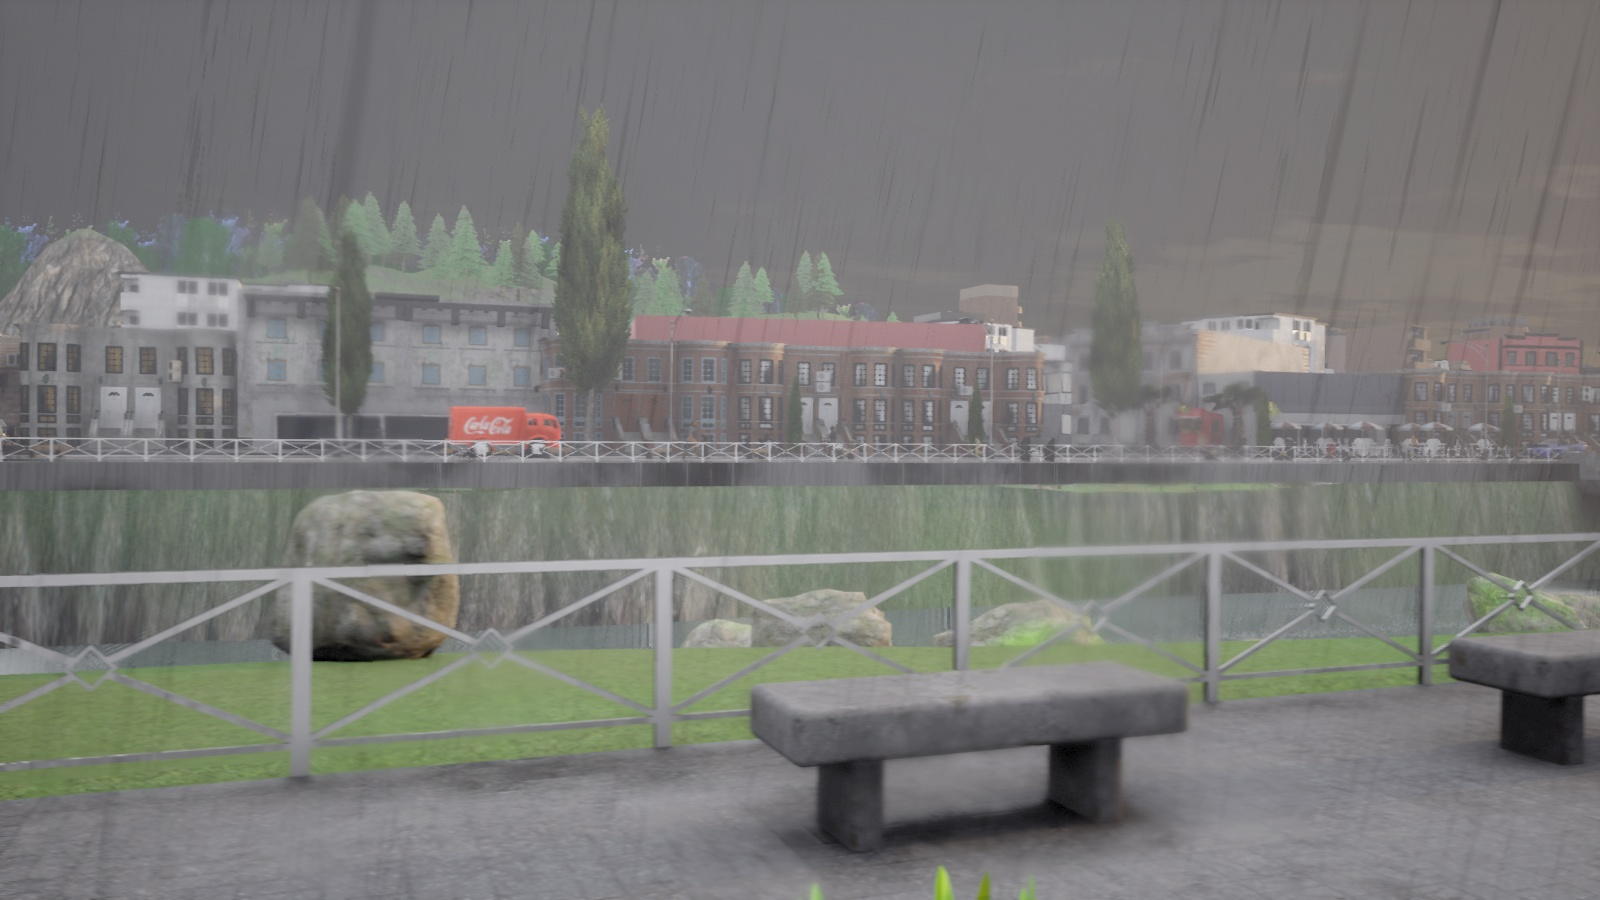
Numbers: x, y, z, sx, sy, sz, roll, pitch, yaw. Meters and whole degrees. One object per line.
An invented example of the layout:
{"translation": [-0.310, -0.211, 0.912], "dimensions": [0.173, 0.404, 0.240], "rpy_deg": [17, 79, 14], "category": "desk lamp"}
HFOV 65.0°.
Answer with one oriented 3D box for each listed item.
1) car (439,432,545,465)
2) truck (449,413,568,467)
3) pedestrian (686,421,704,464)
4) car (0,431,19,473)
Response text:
{"translation": [-15.659, -0.093, 63.775], "dimensions": [5.008, 1.535, 1.882], "rpy_deg": [-1, 1, -21], "category": "car"}
{"translation": [-13.963, -0.516, 60.136], "dimensions": [5.204, 2.467, 2.627], "rpy_deg": [-1, 1, -21], "category": "truck"}
{"translation": [-4.618, -0.339, 55.118], "dimensions": [0.694, 1.848, 0.540], "rpy_deg": [-1, 1, -17], "category": "pedestrian"}
{"translation": [-37.434, 0.117, 55.498], "dimensions": [4.605, 1.855, 1.932], "rpy_deg": [-1, 1, -21], "category": "car"}
